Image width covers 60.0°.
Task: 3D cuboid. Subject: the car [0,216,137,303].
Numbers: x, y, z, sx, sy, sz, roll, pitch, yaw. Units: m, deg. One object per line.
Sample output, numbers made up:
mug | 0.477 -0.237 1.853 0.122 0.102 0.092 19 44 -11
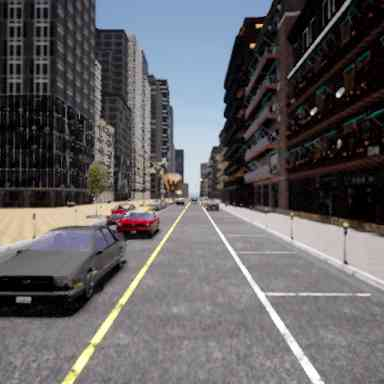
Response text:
car | -3.039 1.611 8.744 2.033 1.411 5.357 0 0 1

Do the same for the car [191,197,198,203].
car | 0.733 2.170 88.970 2.128 1.511 4.902 0 -1 0

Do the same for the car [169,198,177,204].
car | -4.971 2.376 87.595 1.802 1.307 4.206 0 -1 0

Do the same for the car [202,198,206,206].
car | 3.131 2.051 54.331 2.008 1.369 4.403 0 -1 0

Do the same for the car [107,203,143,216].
car | -5.482 1.653 26.741 1.967 1.590 4.097 0 -1 0

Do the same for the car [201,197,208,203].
car | 3.456 2.323 93.057 1.967 1.590 4.097 0 -1 0

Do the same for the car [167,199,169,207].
car | -5.249 1.908 54.403 1.967 1.590 4.097 0 -1 0

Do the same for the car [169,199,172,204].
car | -5.203 2.071 59.933 2.008 1.369 4.403 0 -1 0

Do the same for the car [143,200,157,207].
car | -5.390 1.837 37.635 1.752 1.417 4.829 0 -1 0

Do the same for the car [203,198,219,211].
car | 3.084 1.999 48.798 2.008 1.369 4.403 0 -1 0

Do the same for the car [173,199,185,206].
car | -2.430 2.195 69.832 1.895 1.301 4.718 0 -1 0

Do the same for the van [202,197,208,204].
van | 3.410 2.167 87.525 1.690 1.788 3.998 0 -1 0

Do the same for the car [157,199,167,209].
car | -5.296 1.967 48.870 2.008 1.369 4.403 0 -1 0

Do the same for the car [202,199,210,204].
car | 3.362 2.352 81.991 1.802 1.307 4.206 0 -1 0

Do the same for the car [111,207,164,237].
car | -2.948 1.755 19.058 1.895 1.301 4.718 0 -1 1

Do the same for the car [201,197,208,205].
car | 2.921 2.104 69.790 1.801 1.575 5.366 0 -1 0
